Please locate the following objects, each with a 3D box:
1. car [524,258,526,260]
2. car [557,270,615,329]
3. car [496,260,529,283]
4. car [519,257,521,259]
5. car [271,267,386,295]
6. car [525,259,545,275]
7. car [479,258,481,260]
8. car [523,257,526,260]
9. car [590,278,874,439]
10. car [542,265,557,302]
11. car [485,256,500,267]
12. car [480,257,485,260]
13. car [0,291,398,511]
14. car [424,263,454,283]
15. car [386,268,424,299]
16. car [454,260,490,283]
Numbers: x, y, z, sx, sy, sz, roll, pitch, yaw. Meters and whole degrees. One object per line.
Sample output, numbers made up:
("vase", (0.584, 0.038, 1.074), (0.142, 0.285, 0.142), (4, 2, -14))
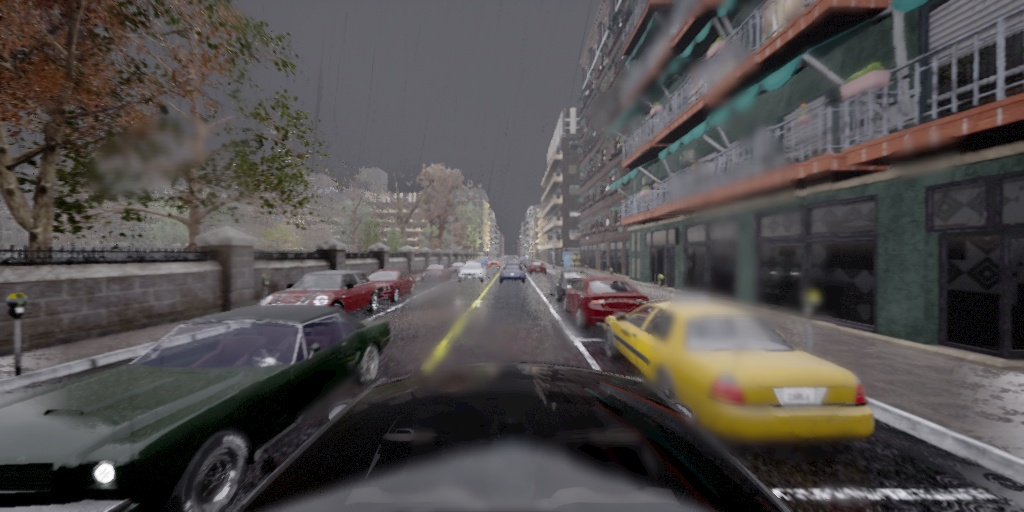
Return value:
("car", (2.710, 1.250, 44.229), (1.888, 1.381, 4.507), (0, 0, 0))
("car", (2.695, 1.284, 11.018), (1.888, 1.381, 4.507), (0, 0, 0))
("car", (0.068, 1.285, 28.013), (1.994, 1.385, 4.181), (0, 0, 1))
("car", (2.717, 1.133, 60.835), (1.967, 1.591, 4.097), (0, 0, 0))
("car", (-5.686, 1.179, 11.022), (1.967, 1.591, 4.097), (0, 0, 0))
("car", (2.707, 1.255, 38.694), (1.888, 1.381, 4.507), (0, 0, 0))
("car", (-5.668, 1.226, 49.598), (1.751, 1.417, 4.829), (0, 0, 0))
("car", (2.715, 1.263, 55.300), (1.948, 1.339, 4.313), (0, 0, 0))
("car", (2.693, 1.271, 5.653), (1.751, 1.417, 4.829), (0, 0, 0))
("car", (2.697, 1.283, 16.554), (2.007, 1.370, 4.403), (0, 0, 0))
("car", (-3.014, 1.046, 61.126), (2.097, 1.767, 4.553), (0, 0, 1))
("car", (-5.666, 1.248, 55.303), (2.007, 1.370, 4.403), (0, 0, 0))
("car", (-3.099, 1.348, 4.235), (1.895, 1.301, 4.718), (0, 0, 0))
("car", (-5.678, 1.302, 27.627), (1.802, 1.307, 4.207), (0, 0, 0))
("car", (-5.683, 1.278, 16.557), (1.888, 1.381, 4.507), (0, 0, 0))
("car", (-3.007, 1.246, 27.981), (1.812, 1.442, 4.674), (0, 0, 1))
